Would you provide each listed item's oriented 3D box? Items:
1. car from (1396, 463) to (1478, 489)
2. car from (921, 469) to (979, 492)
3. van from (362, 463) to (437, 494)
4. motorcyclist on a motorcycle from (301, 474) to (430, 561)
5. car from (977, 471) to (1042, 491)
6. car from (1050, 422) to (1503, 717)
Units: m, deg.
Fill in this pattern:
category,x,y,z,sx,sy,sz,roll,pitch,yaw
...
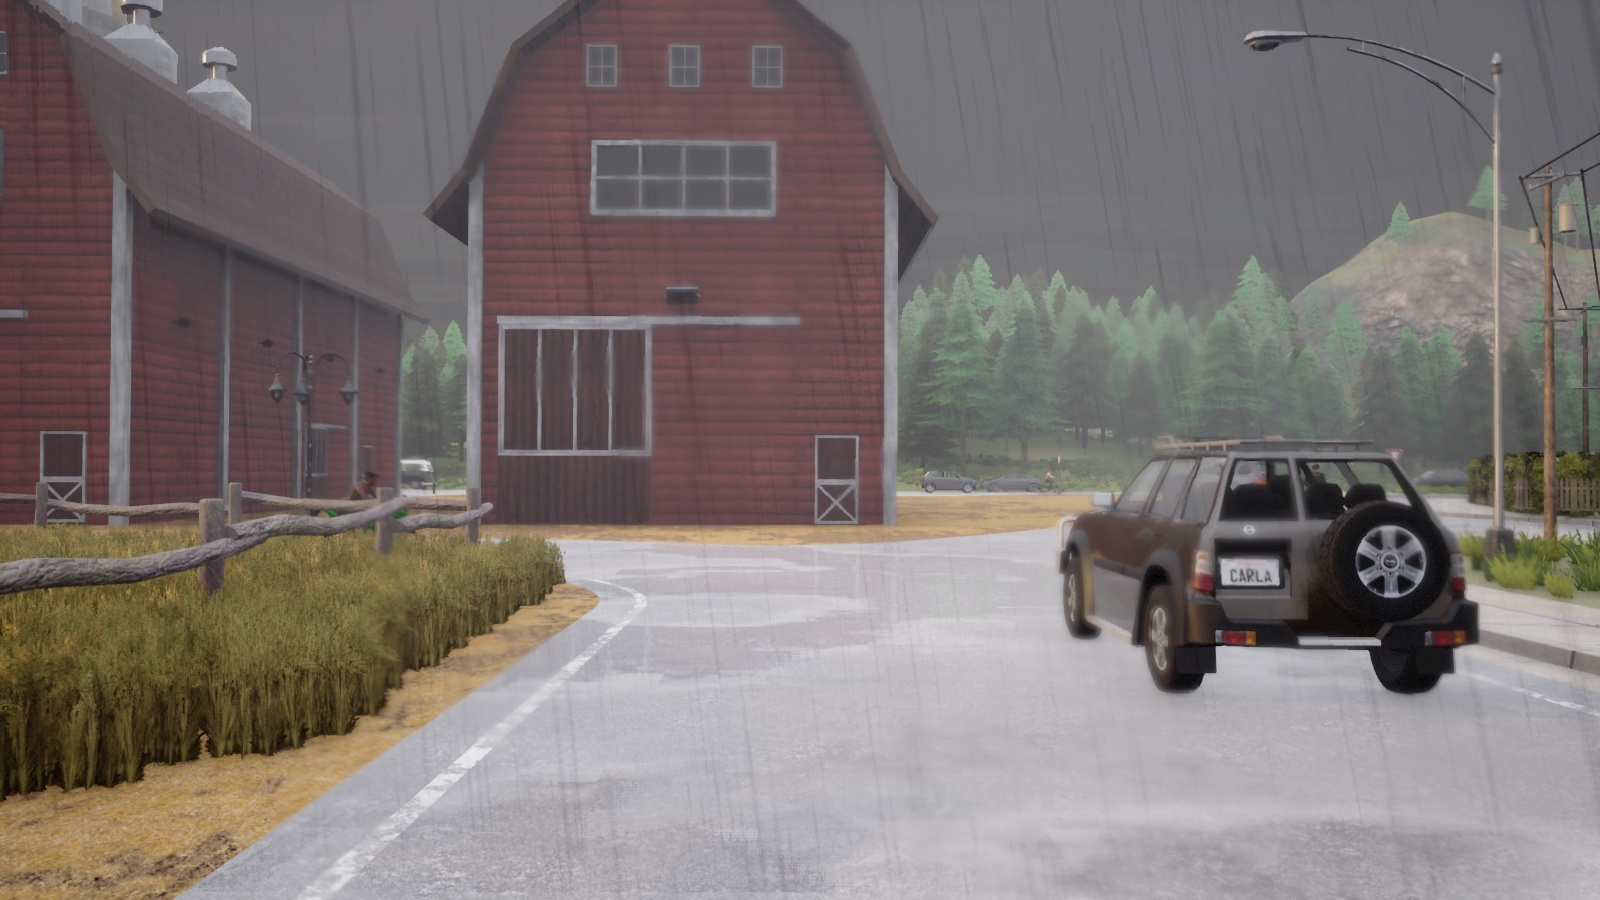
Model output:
category,x,y,z,sx,sy,sz,roll,pitch,yaw
car,43.900,1.809,86.651,4.553,1.767,2.097,0,-1,0
car,9.905,2.043,83.245,3.633,1.501,1.845,0,-1,0
van,-27.663,1.964,86.855,4.480,2.038,2.069,0,-1,0
motorcyclist on a motorcycle,-7.788,1.205,22.536,2.044,1.523,0.797,0,-1,6
car,14.459,2.134,86.736,4.181,1.385,1.994,0,-1,0
car,3.466,0.789,10.241,1.932,1.855,4.605,0,-1,0
